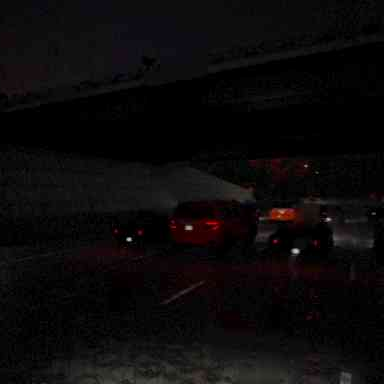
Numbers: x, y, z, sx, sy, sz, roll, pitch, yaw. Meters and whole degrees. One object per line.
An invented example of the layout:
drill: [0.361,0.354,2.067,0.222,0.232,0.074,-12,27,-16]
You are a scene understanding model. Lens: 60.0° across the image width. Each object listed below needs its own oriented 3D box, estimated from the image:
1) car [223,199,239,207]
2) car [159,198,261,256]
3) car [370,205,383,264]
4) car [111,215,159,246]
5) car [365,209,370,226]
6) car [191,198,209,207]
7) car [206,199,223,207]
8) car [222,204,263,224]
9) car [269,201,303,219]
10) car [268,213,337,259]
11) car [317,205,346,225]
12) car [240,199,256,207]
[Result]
car: [7.967,2.230,67.604,1.837,1.490,4.892,0,0,26]
car: [1.086,1.381,14.296,2.150,2.045,5.566,0,0,27]
car: [7.750,1.475,11.959,2.097,1.767,4.553,0,-1,27]
car: [-1.740,1.784,16.458,1.895,1.301,4.718,0,-1,27]
car: [14.439,1.758,25.470,2.128,1.511,4.902,0,-1,27]
car: [1.659,2.125,70.639,2.097,1.767,4.553,0,-1,26]
car: [4.781,2.250,69.054,1.837,1.490,4.892,0,-1,26]
car: [4.594,1.864,29.262,2.033,1.411,5.357,0,-1,26]
car: [8.131,1.655,28.506,2.097,1.767,4.553,0,-1,27]
car: [4.532,1.744,13.351,1.895,1.301,4.718,0,-1,27]
car: [11.302,1.792,27.020,1.837,1.490,4.892,0,0,27]
car: [11.063,2.235,65.986,1.812,1.442,4.674,0,-1,27]
